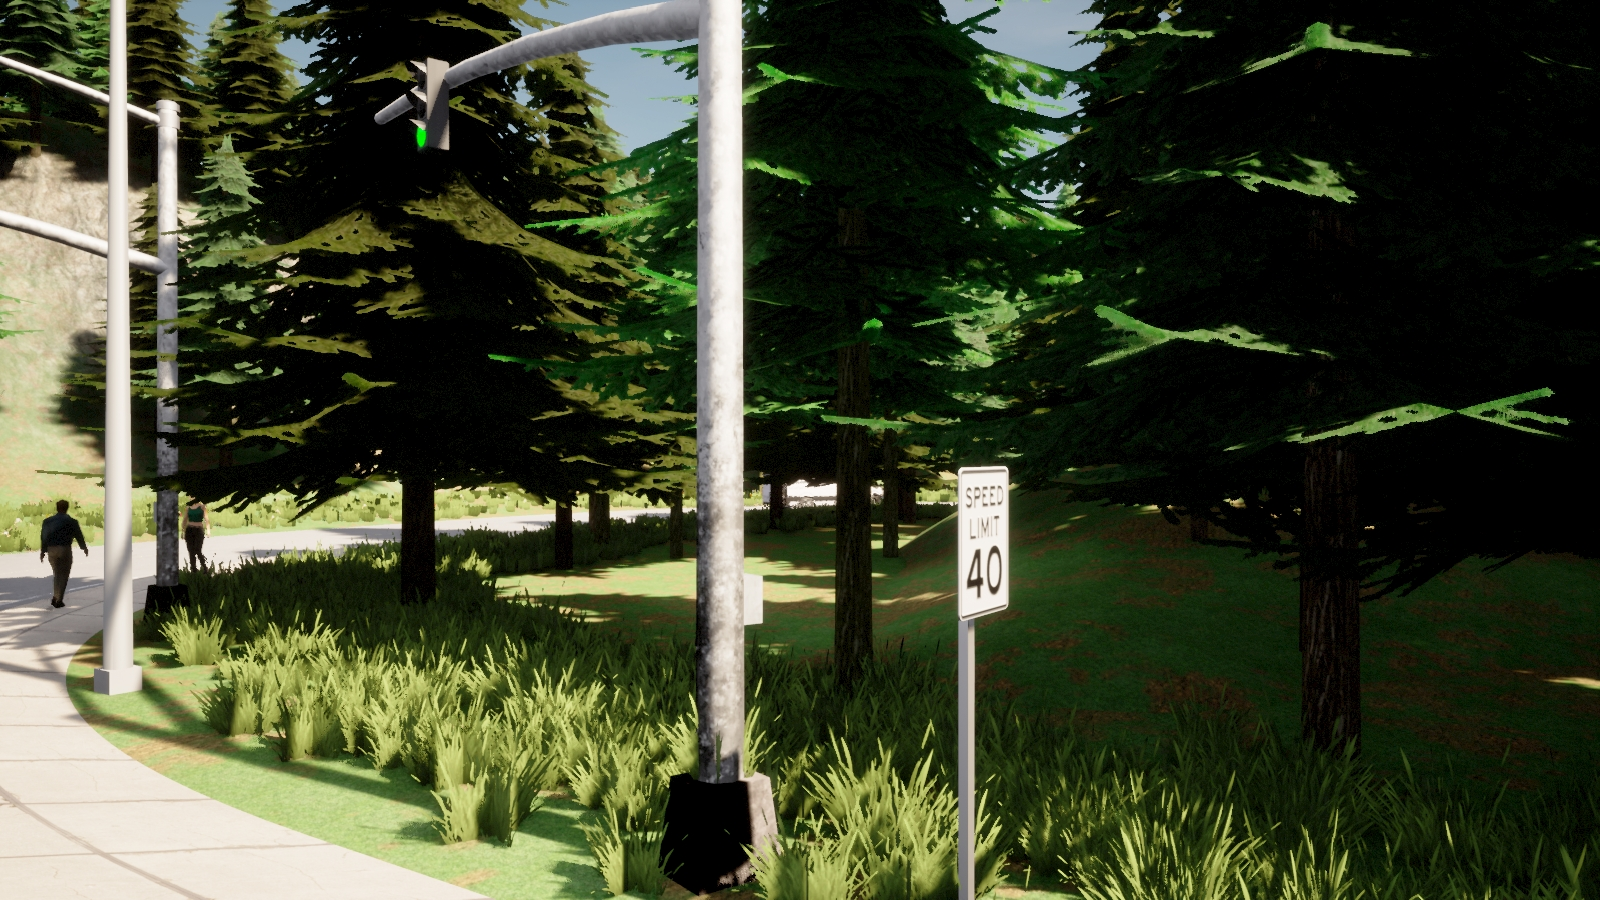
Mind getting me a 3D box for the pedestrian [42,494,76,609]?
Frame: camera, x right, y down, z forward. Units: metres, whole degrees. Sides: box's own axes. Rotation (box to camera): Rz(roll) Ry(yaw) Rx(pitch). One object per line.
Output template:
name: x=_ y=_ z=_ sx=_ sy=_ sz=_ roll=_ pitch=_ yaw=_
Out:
pedestrian: x=-12.282 y=1.668 z=18.949 sx=0.375 sy=1.860 sz=0.375 roll=0 pitch=0 yaw=-15
